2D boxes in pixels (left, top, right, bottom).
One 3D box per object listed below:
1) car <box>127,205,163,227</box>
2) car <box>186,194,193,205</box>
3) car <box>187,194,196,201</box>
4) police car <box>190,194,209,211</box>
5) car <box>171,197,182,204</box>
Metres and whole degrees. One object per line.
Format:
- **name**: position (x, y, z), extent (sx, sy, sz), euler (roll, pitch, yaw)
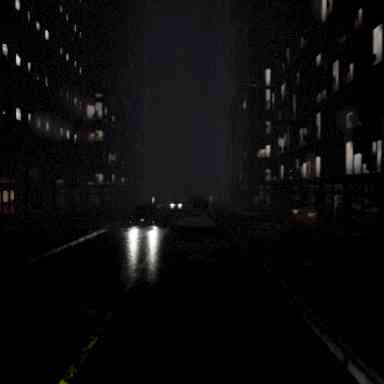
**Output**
- **car**: position (-3.106, 1.553, 22.648), extent (1.994, 1.385, 4.181), euler (0, 0, 0)
- **car**: position (-0.019, 1.548, 59.137), extent (2.033, 1.411, 5.357), euler (0, 0, 0)
- **car**: position (-0.025, 1.253, 79.044), extent (2.097, 1.767, 4.553), euler (0, 0, 0)
- **police car**: position (1.037, 1.416, 41.142), extent (1.930, 1.638, 5.238), euler (0, 0, 0)
- **car**: position (-3.037, 1.605, 64.342), extent (1.895, 1.301, 4.718), euler (0, 0, 0)
